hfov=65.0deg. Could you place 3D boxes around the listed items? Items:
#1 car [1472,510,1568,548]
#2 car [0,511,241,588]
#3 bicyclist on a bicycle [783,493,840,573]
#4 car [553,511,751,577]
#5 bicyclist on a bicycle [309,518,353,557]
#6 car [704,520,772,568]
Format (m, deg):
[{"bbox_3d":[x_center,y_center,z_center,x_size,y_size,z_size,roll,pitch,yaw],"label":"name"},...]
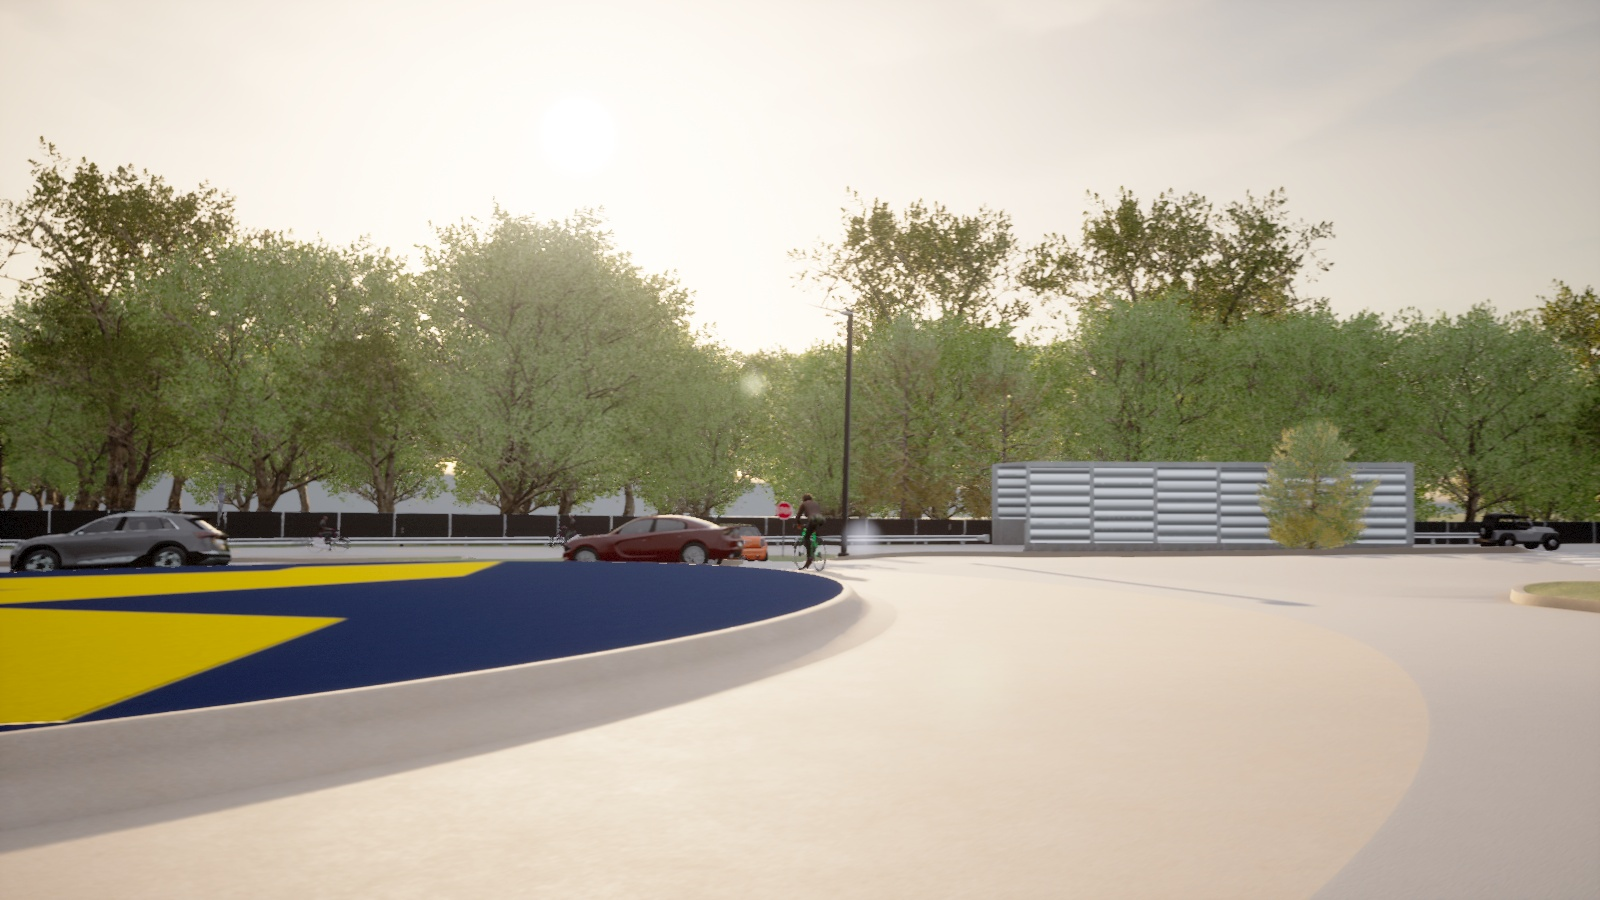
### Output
[{"bbox_3d":[37.164,4.068,64.872,3.866,1.878,1.905,0,-1,-3],"label":"car"},{"bbox_3d":[-16.536,2.451,30.661,4.856,1.649,2.033,-1,-6,-6],"label":"car"},{"bbox_3d":[0.224,1.730,26.162,0.582,1.620,1.656,2,-4,-23],"label":"bicyclist on a bicycle"},{"bbox_3d":[-4.027,2.569,34.494,5.008,1.535,1.882,-3,-3,11],"label":"car"},{"bbox_3d":[-22.011,4.096,58.970,1.843,1.776,0.659,0,-1,-8],"label":"bicyclist on a bicycle"},{"bbox_3d":[-2.569,3.766,50.704,2.097,1.767,4.553,1,-3,-11],"label":"car"}]
